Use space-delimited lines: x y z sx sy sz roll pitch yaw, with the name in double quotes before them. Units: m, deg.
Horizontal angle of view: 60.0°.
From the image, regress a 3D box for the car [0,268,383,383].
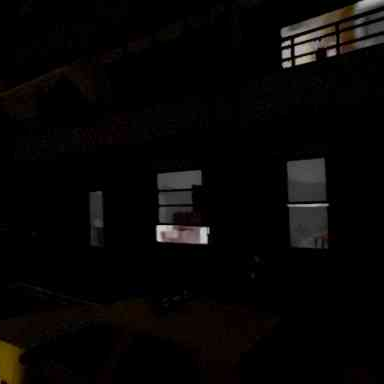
"car" -0.382 1.548 3.020 4.829 1.417 1.752 -1 -2 36
